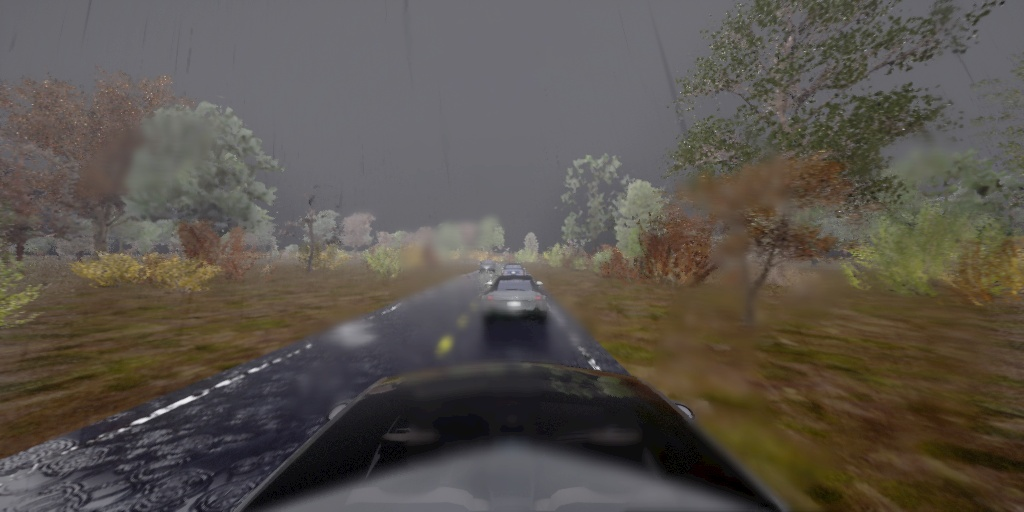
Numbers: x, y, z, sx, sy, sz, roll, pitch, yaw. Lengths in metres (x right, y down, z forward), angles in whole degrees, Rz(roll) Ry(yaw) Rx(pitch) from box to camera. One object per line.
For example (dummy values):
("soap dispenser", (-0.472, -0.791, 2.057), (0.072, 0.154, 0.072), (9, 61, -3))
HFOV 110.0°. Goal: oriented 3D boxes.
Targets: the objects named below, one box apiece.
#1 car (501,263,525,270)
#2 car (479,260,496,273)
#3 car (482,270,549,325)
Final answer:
("car", (0.112, 1.300, 29.543), (2.033, 1.411, 5.357), (0, 0, 0))
("car", (-2.983, 1.252, 44.765), (2.128, 1.511, 4.902), (0, 0, 0))
("car", (0.105, 1.315, 11.851), (1.994, 1.385, 4.181), (0, 0, 0))
